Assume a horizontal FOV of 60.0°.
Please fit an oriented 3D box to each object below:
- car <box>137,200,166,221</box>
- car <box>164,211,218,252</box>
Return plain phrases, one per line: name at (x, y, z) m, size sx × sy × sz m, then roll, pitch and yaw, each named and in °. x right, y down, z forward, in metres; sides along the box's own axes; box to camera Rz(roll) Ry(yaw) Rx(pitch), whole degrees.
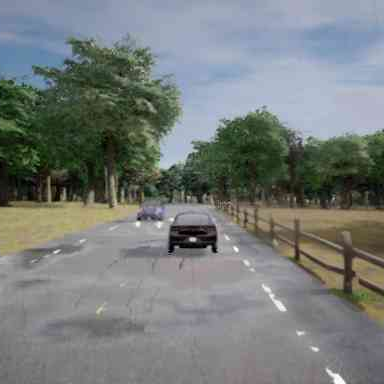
car at (-3.430, 1.524, 28.741) m, size 2.097 × 1.767 × 4.553 m, roll 0°, pitch 0°, yaw 0°
car at (0.036, 1.568, 14.321) m, size 1.882 × 1.535 × 5.008 m, roll 0°, pitch -1°, yaw 0°
